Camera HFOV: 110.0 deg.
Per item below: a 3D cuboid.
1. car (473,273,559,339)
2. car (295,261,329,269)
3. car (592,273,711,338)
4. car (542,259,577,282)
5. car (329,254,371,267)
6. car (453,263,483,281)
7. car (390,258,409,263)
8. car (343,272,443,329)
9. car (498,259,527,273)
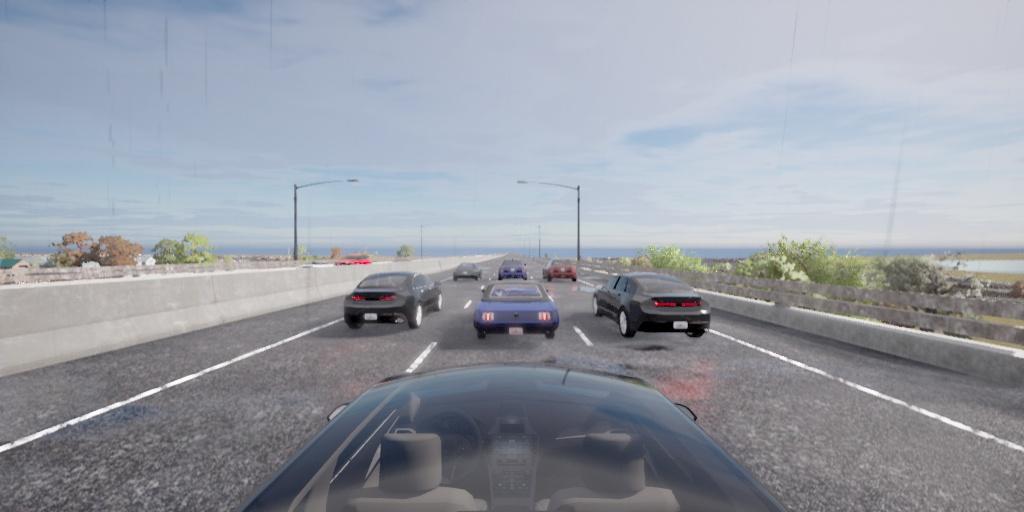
[{"bbox_3d":[0.088,1.317,9.910,1.895,1.301,4.718,0,0,0],"label":"car"},{"bbox_3d":[-21.146,1.198,38.557,1.895,1.301,4.718,0,0,0],"label":"car"},{"bbox_3d":[3.588,1.220,10.066,1.837,1.490,4.892,0,0,0],"label":"car"},{"bbox_3d":[3.569,0.995,27.542,2.097,1.767,4.553,0,0,-1],"label":"car"},{"bbox_3d":[-17.649,0.812,39.938,2.150,2.045,5.566,0,0,0],"label":"car"},{"bbox_3d":[-3.437,1.203,28.365,1.994,1.385,4.181,0,0,0],"label":"car"},{"bbox_3d":[-14.144,1.046,45.380,1.882,1.535,5.008,0,0,0],"label":"car"},{"bbox_3d":[-3.413,1.216,11.086,1.837,1.490,4.892,0,0,0],"label":"car"},{"bbox_3d":[0.061,0.995,27.537,2.097,1.767,4.553,0,0,0],"label":"car"}]
